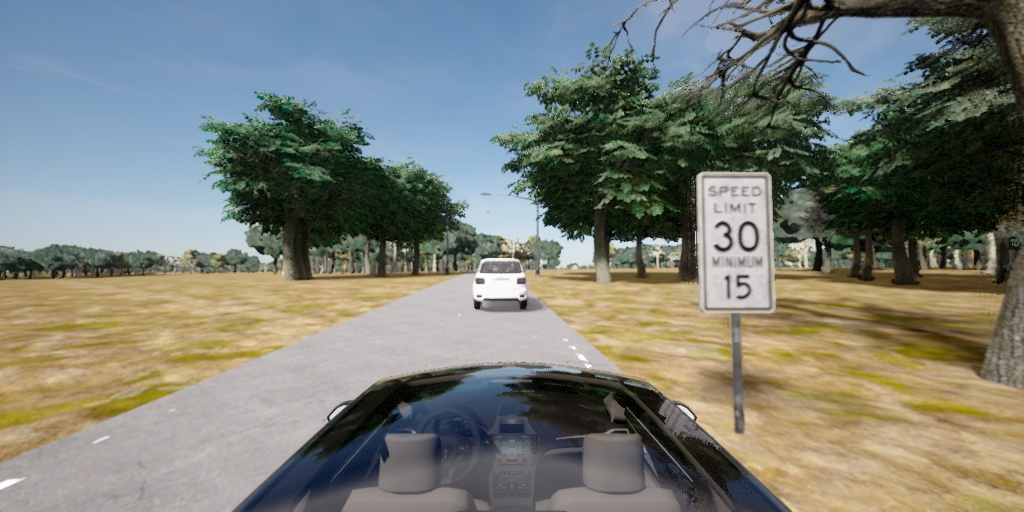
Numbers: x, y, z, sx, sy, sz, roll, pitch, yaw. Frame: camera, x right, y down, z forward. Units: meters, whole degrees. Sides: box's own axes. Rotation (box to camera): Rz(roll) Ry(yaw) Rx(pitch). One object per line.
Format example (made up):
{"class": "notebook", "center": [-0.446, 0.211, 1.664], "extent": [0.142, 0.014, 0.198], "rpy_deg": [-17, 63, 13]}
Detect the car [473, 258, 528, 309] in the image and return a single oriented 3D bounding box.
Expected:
{"class": "car", "center": [-0.546, 1.131, 15.989], "extent": [2.150, 2.045, 5.566], "rpy_deg": [0, -1, -3]}
